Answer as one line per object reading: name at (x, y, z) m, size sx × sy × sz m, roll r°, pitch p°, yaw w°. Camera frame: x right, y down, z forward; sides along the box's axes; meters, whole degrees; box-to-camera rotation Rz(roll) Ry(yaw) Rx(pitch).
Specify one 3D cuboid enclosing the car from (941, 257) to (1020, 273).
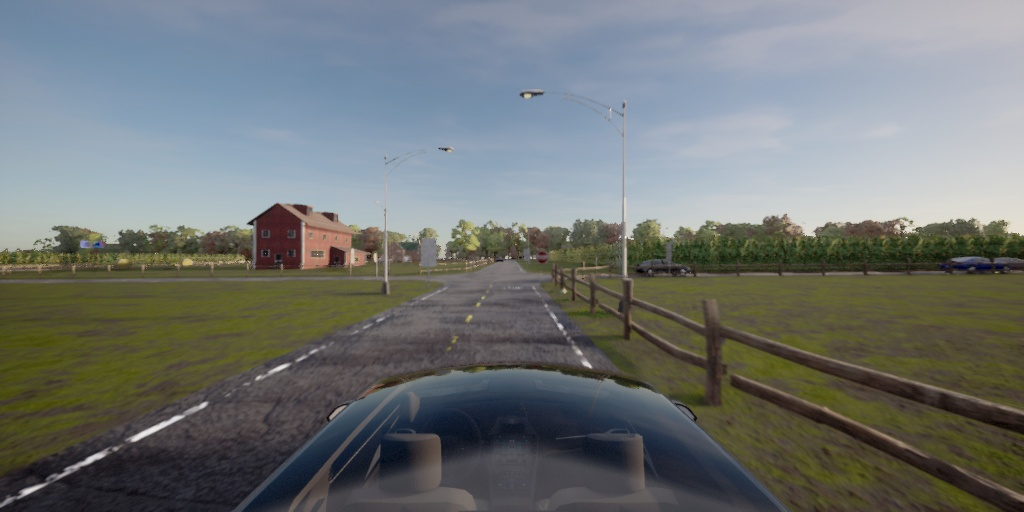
car at (42.954, 0.810, 33.210) m, size 5.008 × 1.535 × 1.882 m, roll -1°, pitch -1°, yaw 0°

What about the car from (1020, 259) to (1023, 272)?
car at (49.076, 0.872, 36.016) m, size 5.357 × 1.411 × 2.033 m, roll -1°, pitch -1°, yaw 0°

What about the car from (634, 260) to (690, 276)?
car at (13.883, 1.096, 33.165) m, size 4.892 × 1.490 × 1.837 m, roll -1°, pitch -1°, yaw 0°
